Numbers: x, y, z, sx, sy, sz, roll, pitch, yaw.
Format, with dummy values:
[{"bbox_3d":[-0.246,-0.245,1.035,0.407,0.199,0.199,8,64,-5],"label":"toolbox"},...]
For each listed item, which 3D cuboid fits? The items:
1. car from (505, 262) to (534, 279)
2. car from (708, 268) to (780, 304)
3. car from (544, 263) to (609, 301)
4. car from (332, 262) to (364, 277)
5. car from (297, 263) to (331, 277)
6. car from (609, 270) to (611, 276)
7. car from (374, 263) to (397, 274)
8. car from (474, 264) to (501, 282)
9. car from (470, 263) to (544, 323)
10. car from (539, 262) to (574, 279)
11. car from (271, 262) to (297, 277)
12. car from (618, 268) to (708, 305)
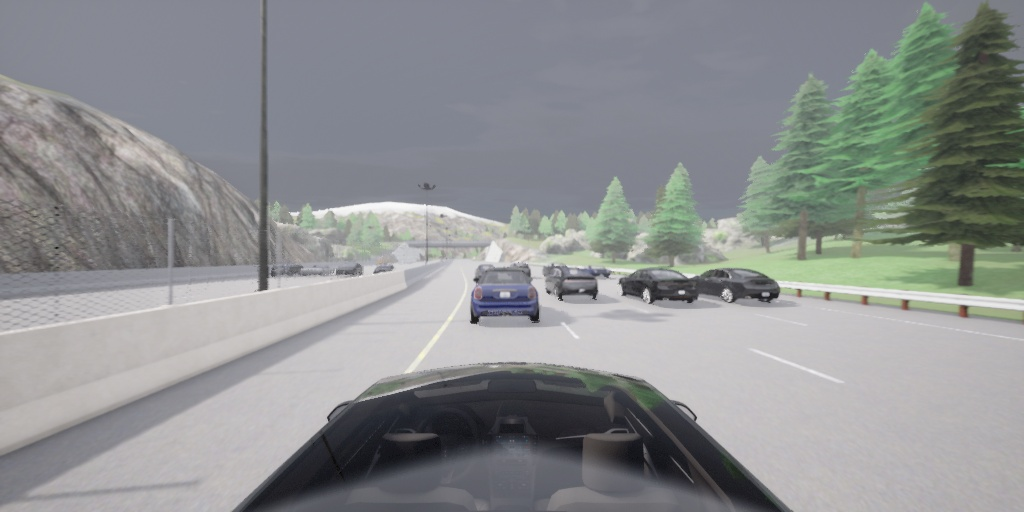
[{"bbox_3d":[0.678,1.393,35.767,2.128,1.511,4.902,0,0,-8],"label":"car"},{"bbox_3d":[9.946,1.297,16.700,1.837,1.490,4.892,0,0,-4],"label":"car"},{"bbox_3d":[2.840,1.307,17.914,2.128,1.511,4.902,0,0,-4],"label":"car"},{"bbox_3d":[-17.763,1.444,39.544,1.882,1.535,5.008,0,0,-9],"label":"car"},{"bbox_3d":[-21.270,1.575,39.322,1.895,1.301,4.718,0,0,-9],"label":"car"},{"bbox_3d":[7.883,1.480,34.963,1.895,1.301,4.718,0,0,-8],"label":"car"},{"bbox_3d":[-14.471,1.529,41.180,1.994,1.385,4.181,0,0,-9],"label":"car"},{"bbox_3d":[-2.312,1.441,32.211,2.033,1.411,5.357,0,0,-8],"label":"car"},{"bbox_3d":[-0.304,1.151,12.545,2.097,1.767,4.553,0,0,-3],"label":"car"},{"bbox_3d":[4.278,1.382,35.343,2.128,1.511,4.902,0,0,-8],"label":"car"},{"bbox_3d":[-24.910,1.477,39.989,2.128,1.511,4.902,0,0,-9],"label":"car"},{"bbox_3d":[6.454,1.277,16.448,1.882,1.535,5.008,0,0,-4],"label":"car"}]
